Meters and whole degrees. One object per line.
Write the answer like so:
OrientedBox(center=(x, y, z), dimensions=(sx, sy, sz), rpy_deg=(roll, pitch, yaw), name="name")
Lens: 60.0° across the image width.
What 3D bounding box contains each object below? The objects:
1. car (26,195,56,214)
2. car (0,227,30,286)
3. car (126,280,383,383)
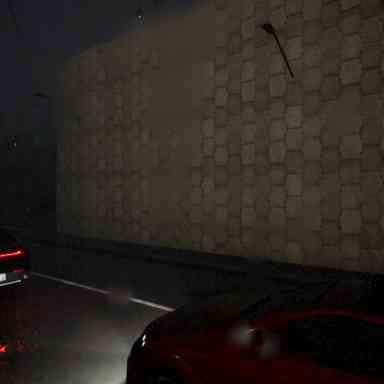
OrientedBox(center=(-12.942, 1.061, 31.062), dimensions=(2.128, 1.511, 4.902), rpy_deg=(0, 5, 35), name="car")
OrientedBox(center=(-5.882, 1.505, 8.193), dimensions=(4.892, 1.490, 1.837), rpy_deg=(0, 0, 36), name="car")
OrientedBox(center=(1.365, 1.564, 3.018), dimensions=(4.181, 1.385, 1.994), rpy_deg=(0, 0, 36), name="car")
